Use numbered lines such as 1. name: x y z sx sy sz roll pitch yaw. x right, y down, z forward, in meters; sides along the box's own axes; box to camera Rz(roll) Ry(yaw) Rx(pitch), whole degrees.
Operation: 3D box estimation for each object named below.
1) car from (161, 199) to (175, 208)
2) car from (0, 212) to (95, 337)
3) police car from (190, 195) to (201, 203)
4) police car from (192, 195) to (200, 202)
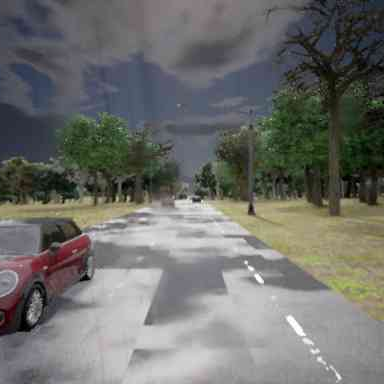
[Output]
1. car: -3.569 1.630 49.536 1.895 1.301 4.718 0 0 0
2. car: -3.599 1.370 6.843 2.097 1.767 4.553 0 0 0
3. police car: 1.054 1.559 73.563 1.930 1.638 5.238 0 0 0
4. police car: 1.054 1.652 83.565 1.930 1.638 5.238 0 -1 0
